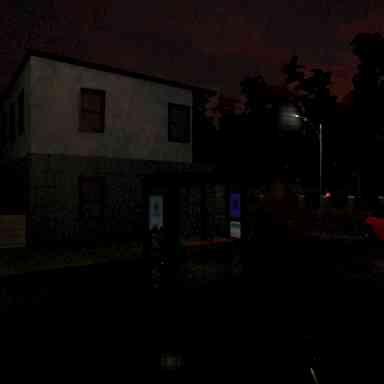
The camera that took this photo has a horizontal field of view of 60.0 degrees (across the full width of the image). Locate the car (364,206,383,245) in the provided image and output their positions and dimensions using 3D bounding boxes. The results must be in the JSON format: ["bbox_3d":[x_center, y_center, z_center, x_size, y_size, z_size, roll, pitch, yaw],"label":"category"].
[{"bbox_3d":[8.569,1.351,12.562,2.097,1.767,4.553,-1,0,-2],"label":"car"}]
